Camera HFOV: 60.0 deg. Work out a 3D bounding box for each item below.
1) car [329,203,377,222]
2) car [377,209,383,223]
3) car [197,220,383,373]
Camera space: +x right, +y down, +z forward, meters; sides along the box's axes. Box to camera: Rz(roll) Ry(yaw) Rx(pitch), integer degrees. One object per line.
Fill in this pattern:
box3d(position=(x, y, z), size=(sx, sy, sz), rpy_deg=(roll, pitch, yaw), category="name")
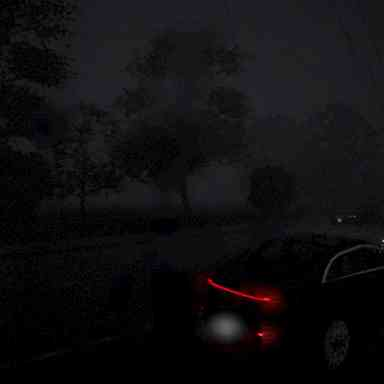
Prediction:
box3d(position=(11.003, 1.495, 22.414), size=(4.902, 1.511, 2.128), rpy_deg=(0, 0, -43), category="car")
box3d(position=(12.781, 1.478, 19.301), size=(5.008, 1.535, 1.882), rpy_deg=(0, 0, -42), category="car")
box3d(position=(2.352, 1.495, 5.683), size=(4.902, 1.511, 2.128), rpy_deg=(0, 0, -37), category="car")
